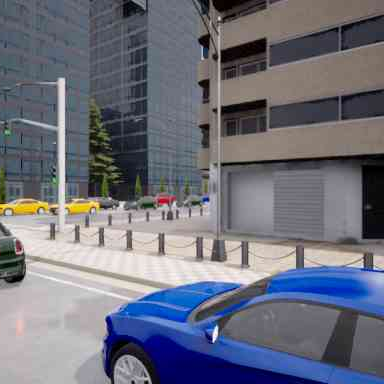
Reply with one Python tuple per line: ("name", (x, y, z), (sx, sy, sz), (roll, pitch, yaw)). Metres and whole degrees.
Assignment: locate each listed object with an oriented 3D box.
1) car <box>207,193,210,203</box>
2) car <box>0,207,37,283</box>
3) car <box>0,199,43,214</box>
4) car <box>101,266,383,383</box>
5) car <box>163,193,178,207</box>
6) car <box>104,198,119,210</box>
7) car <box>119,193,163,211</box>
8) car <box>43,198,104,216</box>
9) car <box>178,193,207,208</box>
("car", (1.711, 1.167, 56.791), (2.150, 2.045, 5.566), (0, 0, 36))
("car", (-6.240, 1.352, 8.441), (4.553, 1.767, 2.097), (0, 0, 36))
("car", (-16.340, 1.422, 31.948), (1.882, 1.535, 5.008), (0, 0, 36))
("car", (1.254, 1.478, 3.097), (5.008, 1.535, 1.882), (0, 0, 36))
("car", (-4.909, 1.165, 47.715), (2.150, 2.045, 5.566), (0, 0, 35))
("car", (-10.823, 1.436, 39.554), (2.128, 1.511, 4.902), (0, 0, 36))
("car", (-6.111, 1.296, 40.092), (2.097, 1.767, 4.553), (0, 0, 36))
("car", (-11.484, 1.422, 32.675), (1.882, 1.535, 5.008), (0, 0, 36))
("car", (-0.300, 1.296, 48.098), (2.097, 1.767, 4.553), (0, 0, 36))
